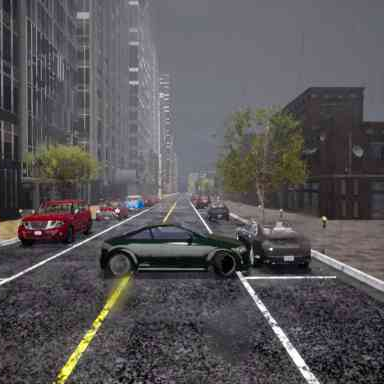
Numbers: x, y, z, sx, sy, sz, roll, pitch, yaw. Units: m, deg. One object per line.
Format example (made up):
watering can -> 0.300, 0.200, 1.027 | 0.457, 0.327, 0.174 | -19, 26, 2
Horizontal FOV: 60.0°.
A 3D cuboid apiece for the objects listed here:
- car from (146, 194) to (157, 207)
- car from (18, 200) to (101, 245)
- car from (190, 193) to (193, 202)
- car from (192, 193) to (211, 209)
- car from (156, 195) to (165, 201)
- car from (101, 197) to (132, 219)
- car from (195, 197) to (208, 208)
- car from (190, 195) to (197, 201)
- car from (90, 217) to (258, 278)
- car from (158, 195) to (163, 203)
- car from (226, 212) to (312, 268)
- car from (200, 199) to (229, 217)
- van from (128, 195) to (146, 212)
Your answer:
car -> -6.977, 1.299, 49.652 | 2.192, 1.841, 5.009 | -1, 0, -1
car -> -6.188, 1.310, 15.725 | 2.192, 1.841, 5.009 | -1, 0, -1
car -> 0.819, 1.291, 71.993 | 2.192, 1.841, 5.009 | -1, 0, -1
car -> 1.545, 1.301, 44.329 | 2.192, 1.841, 5.009 | -1, 0, -1
car -> -7.842, 1.497, 82.679 | 1.752, 1.417, 4.829 | -1, 0, -1
car -> -6.387, 1.432, 26.793 | 1.967, 1.590, 4.097 | -1, 0, -1
car -> 1.399, 1.509, 50.032 | 1.752, 1.417, 4.829 | -1, 0, -1
car -> 0.387, 1.551, 88.590 | 1.802, 1.307, 4.206 | -1, 0, -1
car -> -0.467, 1.556, 9.537 | 4.181, 1.385, 1.994 | 0, 0, -1
car -> -7.410, 1.522, 66.251 | 1.887, 1.381, 4.507 | -1, 0, -1
car -> 2.550, 1.548, 11.137 | 2.008, 1.369, 4.403 | -1, 0, -1
car -> 2.016, 1.543, 26.996 | 2.008, 1.369, 4.403 | -1, 0, -1
van -> -6.687, 1.329, 38.586 | 1.690, 1.788, 3.998 | -1, 0, -1
